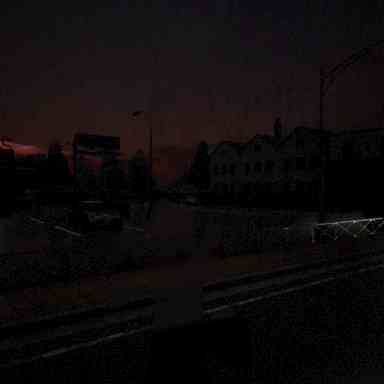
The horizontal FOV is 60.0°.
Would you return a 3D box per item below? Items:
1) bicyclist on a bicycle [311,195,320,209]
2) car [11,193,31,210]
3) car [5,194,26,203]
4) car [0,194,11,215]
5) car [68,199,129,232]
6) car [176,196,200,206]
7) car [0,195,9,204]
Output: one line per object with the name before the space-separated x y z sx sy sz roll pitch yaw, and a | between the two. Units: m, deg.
bicyclist on a bicycle | 13.719 1.124 36.870 1.656 1.620 0.582 0 0 -35
car | -19.776 1.092 38.195 1.905 1.878 3.866 0 0 -36
car | -38.912 1.328 73.278 3.866 1.878 1.905 0 0 -36
car | -17.864 1.113 29.885 1.932 1.855 4.605 0 0 -36
car | -5.261 1.248 17.929 1.970 1.475 3.806 0 0 -36
car | -0.586 1.349 50.252 1.812 1.442 4.674 0 0 -35
car | -39.139 1.495 66.149 4.611 1.667 2.242 0 0 -36
